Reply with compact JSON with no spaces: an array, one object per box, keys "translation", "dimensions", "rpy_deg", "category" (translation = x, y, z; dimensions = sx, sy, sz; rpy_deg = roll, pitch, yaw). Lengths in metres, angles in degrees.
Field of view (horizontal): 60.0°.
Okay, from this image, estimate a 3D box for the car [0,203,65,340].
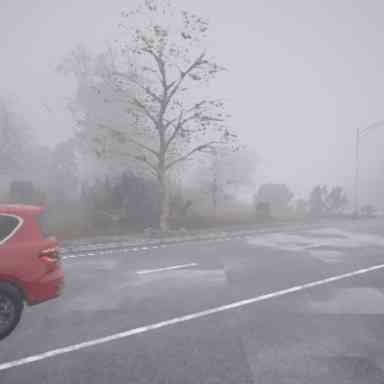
[{"translation":[-4.823,1.220,4.847],"dimensions":[5.566,2.045,2.150],"rpy_deg":[0,0,-35],"category":"car"}]
